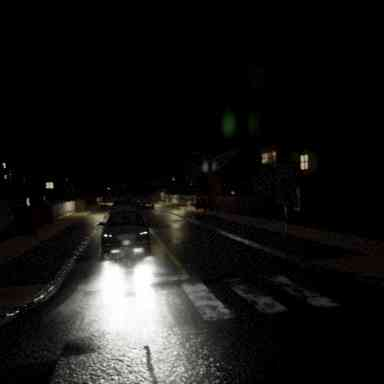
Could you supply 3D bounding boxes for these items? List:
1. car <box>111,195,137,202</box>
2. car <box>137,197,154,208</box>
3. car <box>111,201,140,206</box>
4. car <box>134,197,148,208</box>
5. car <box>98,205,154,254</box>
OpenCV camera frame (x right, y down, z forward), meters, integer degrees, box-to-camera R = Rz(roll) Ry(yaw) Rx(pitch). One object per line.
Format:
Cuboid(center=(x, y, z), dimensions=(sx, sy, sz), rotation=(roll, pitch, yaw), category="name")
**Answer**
Cuboid(center=(-7.165, 1.392, 34.572), dimensions=(2.150, 2.045, 5.566), rotation=(-3, 0, -12), category="car")
Cuboid(center=(-6.177, 1.643, 44.152), dimensions=(1.994, 1.385, 4.181), rotation=(-3, 0, -13), category="car")
Cuboid(center=(-4.942, 1.648, 24.130), dimensions=(1.812, 1.442, 4.674), rotation=(-3, 0, -12), category="car")
Cuboid(center=(-8.362, 1.606, 53.875), dimensions=(1.882, 1.535, 5.008), rotation=(-3, 0, -12), category="car")
Cuboid(center=(-2.860, 1.565, 14.316), dimensions=(2.128, 1.511, 4.902), rotation=(-3, 0, -12), category="car")
